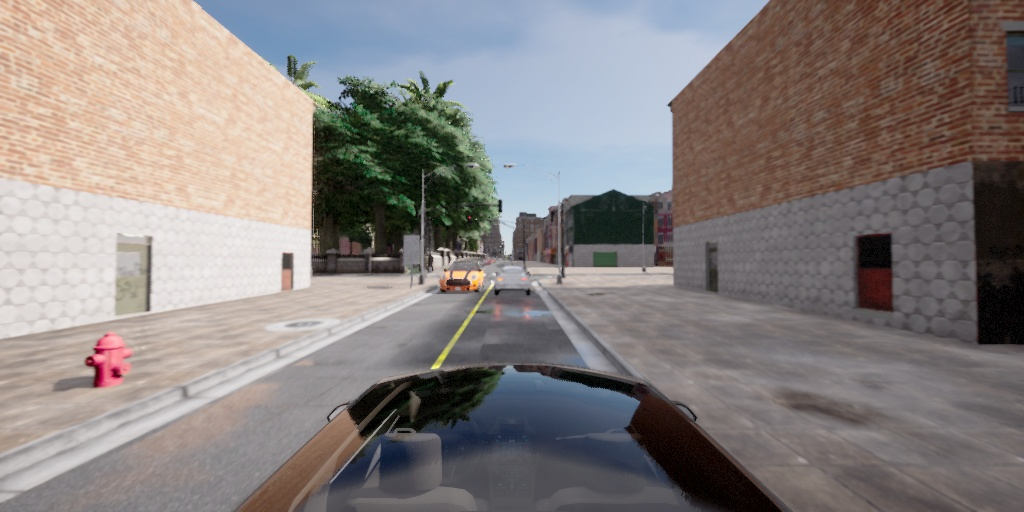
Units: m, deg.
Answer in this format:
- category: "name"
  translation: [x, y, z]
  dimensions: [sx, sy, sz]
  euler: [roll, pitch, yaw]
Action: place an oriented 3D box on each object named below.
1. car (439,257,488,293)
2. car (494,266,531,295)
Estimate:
- category: "car"
  translation: [-2.745, 1.081, 20.568]
  dimensions: [2.097, 1.767, 4.553]
  euler: [0, 0, 0]
- category: "car"
  translation: [0.046, 1.258, 19.513]
  dimensions: [1.812, 1.442, 4.674]
  euler: [0, 0, 1]
